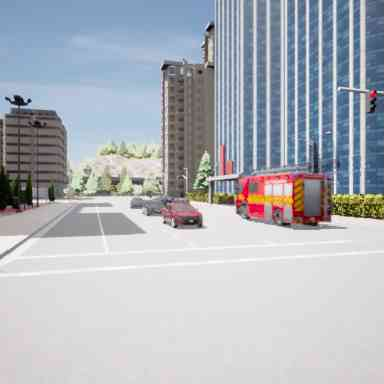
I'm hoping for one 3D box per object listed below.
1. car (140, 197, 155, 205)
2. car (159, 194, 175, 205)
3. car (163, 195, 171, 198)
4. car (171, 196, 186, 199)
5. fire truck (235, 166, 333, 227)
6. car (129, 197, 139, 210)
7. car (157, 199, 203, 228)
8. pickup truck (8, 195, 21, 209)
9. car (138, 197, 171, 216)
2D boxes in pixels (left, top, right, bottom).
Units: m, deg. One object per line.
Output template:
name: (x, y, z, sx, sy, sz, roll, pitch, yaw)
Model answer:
car: (-7.912, 1.601, 58.997, 1.895, 1.301, 4.718, 0, 0, -17)
car: (-4.540, 1.352, 59.938, 2.097, 1.767, 4.553, 0, 0, -17)
car: (-4.919, 1.505, 49.139, 1.837, 1.490, 4.892, 0, 0, -16)
car: (-1.714, 1.547, 50.658, 2.033, 1.411, 5.357, 0, 0, -16)
fire truck: (6.161, 0.342, 24.087, 2.891, 3.827, 8.468, 0, 0, -17)
car: (-7.218, 1.504, 44.156, 1.837, 1.490, 4.892, 0, 0, -16)
car: (-0.753, 1.478, 22.355, 1.882, 1.535, 5.008, 0, 0, -17)
pickup truck: (-22.803, 1.059, 38.506, 2.390, 2.098, 6.274, 0, 0, 14)
car: (-3.714, 1.505, 32.309, 1.837, 1.490, 4.892, 0, 0, -16)
